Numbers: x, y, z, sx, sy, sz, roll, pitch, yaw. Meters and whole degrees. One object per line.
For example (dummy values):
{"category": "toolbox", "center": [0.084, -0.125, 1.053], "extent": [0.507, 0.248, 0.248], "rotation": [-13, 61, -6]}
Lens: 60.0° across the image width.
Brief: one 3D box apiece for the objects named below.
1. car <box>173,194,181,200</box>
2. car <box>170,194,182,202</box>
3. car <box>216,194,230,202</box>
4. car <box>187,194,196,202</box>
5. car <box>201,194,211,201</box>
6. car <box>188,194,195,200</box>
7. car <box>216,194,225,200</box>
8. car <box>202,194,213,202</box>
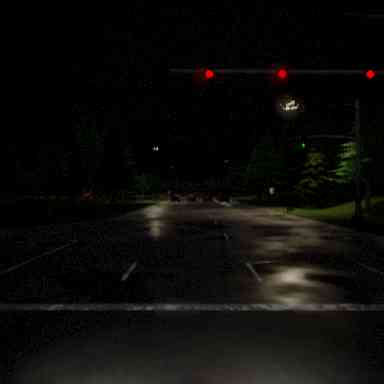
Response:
{"category": "car", "center": [-3.623, 1.287, 81.127], "extent": [1.812, 1.442, 4.674], "rotation": [0, 0, 0]}
{"category": "car", "center": [-3.608, 1.456, 71.124], "extent": [1.812, 1.442, 4.674], "rotation": [0, 0, 0]}
{"category": "car", "center": [6.892, 1.484, 71.140], "extent": [1.994, 1.385, 4.181], "rotation": [0, 0, 0]}
{"category": "car", "center": [-0.107, 1.471, 70.713], "extent": [2.033, 1.411, 5.357], "rotation": [0, 0, 0]}
{"category": "car", "center": [3.377, 1.288, 81.138], "extent": [2.128, 1.511, 4.902], "rotation": [0, 0, 0]}
{"category": "car", "center": [-0.123, 1.287, 81.133], "extent": [1.812, 1.442, 4.674], "rotation": [0, 0, 0]}
{"category": "car", "center": [6.877, 1.287, 81.143], "extent": [1.812, 1.442, 4.674], "rotation": [0, 0, 0]}
{"category": "car", "center": [3.392, 1.484, 71.135], "extent": [1.994, 1.385, 4.181], "rotation": [0, 0, 0]}
